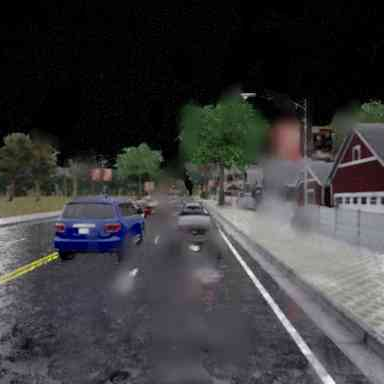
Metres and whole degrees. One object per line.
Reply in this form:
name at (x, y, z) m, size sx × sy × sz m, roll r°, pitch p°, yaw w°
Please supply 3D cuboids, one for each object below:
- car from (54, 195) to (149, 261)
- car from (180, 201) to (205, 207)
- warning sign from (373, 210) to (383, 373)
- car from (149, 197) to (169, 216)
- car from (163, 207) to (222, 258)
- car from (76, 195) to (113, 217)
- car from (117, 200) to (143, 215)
car at (-3.163, 1.242, 12.435) m, size 2.150 × 2.045 × 5.566 m, roll 0°, pitch 0°, yaw 0°
car at (0.076, 1.568, 28.946) m, size 1.837 × 1.490 × 4.892 m, roll 0°, pitch 0°, yaw 0°
warning sign at (2.828, 1.120, 3.419) m, size 1.300 × 1.860 × 1.060 m, roll -1°, pitch -1°, yaw 0°
car at (-3.172, 1.544, 30.382) m, size 1.882 × 1.535 × 5.008 m, roll 0°, pitch 0°, yaw 0°
car at (0.084, 1.527, 12.881) m, size 1.837 × 1.490 × 4.892 m, roll 0°, pitch 0°, yaw 0°
car at (-9.866, 1.297, 34.148) m, size 2.150 × 2.045 × 5.566 m, roll 0°, pitch 0°, yaw 0°
car at (-6.614, 1.646, 35.976) m, size 1.994 × 1.385 × 4.181 m, roll 0°, pitch 0°, yaw 0°
